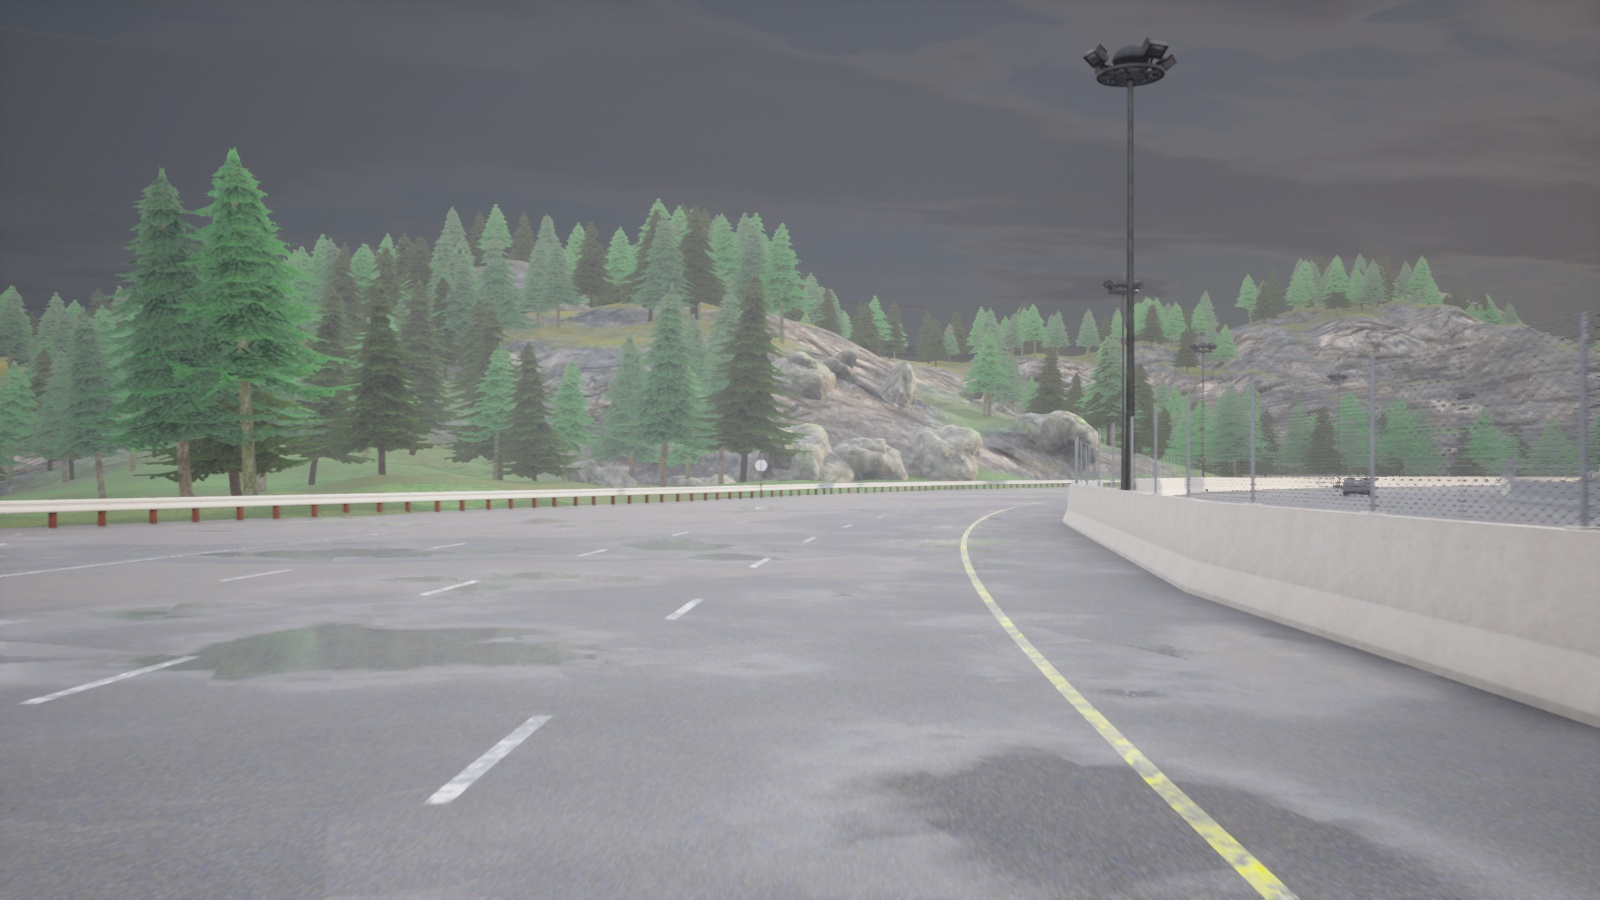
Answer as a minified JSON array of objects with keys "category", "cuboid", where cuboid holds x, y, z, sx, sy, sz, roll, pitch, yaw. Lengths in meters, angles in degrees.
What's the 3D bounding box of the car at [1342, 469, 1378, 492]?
[{"category":"car","cuboid":[37.608,2.045,84.306,1.970,1.475,3.806,-1,-1,27]}]
